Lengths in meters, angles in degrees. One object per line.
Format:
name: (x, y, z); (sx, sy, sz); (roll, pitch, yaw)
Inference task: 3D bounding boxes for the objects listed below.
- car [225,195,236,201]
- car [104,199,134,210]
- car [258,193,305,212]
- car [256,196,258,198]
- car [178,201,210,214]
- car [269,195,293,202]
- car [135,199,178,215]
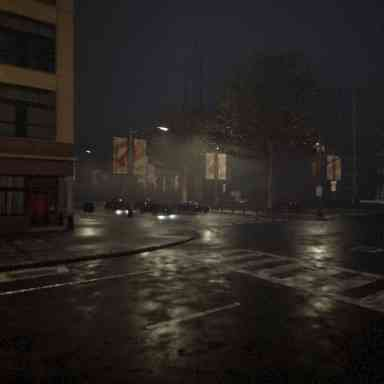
car: (7.962, 1.413, 76.676); (2.161, 1.482, 4.786); (0, 0, -36)
car: (-9.500, 1.564, 42.028); (1.994, 1.385, 4.181); (0, 0, -35)
car: (10.670, 1.352, 39.961); (2.097, 1.767, 4.553); (0, 0, -36)
car: (17.621, 1.463, 83.113); (1.895, 1.301, 4.718); (0, 0, -36)
car: (-0.182, 1.601, 35.001); (1.895, 1.301, 4.718); (0, 0, -36)
car: (18.430, 1.320, 69.180); (2.002, 1.452, 4.674); (0, 0, -36)
car: (-3.676, 1.564, 33.872); (1.994, 1.385, 4.181); (0, 0, -36)
